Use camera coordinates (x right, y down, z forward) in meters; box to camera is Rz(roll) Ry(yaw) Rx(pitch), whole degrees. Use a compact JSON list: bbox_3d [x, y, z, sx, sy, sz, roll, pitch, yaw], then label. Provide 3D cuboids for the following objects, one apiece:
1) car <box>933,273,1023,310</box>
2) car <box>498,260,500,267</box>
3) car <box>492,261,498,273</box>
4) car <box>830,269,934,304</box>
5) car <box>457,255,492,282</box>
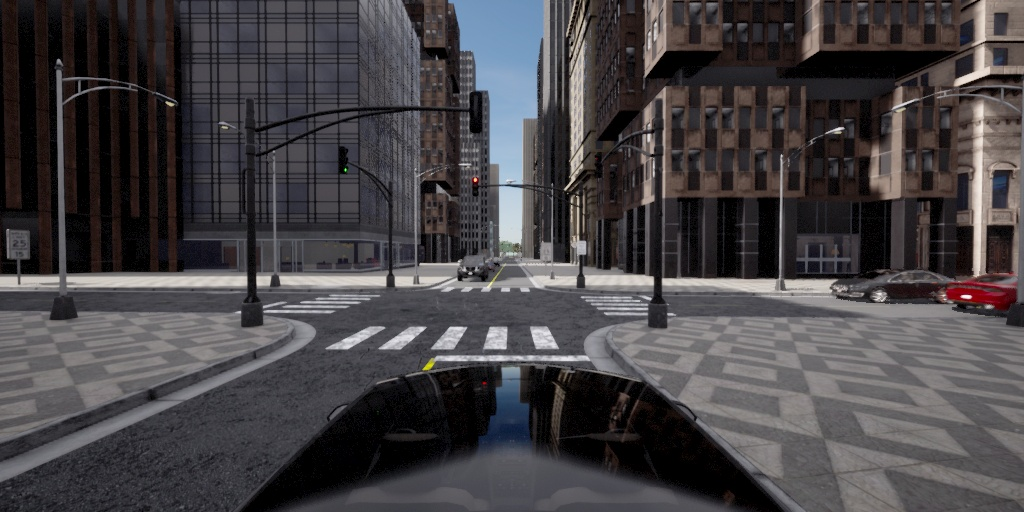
[{"bbox_3d":[19.582,1.402,13.477,5.008,1.535,1.882,0,1,1],"label":"car"},{"bbox_3d":[-3.025,1.295,63.119,1.895,1.301,4.718,0,0,0],"label":"car"},{"bbox_3d":[-3.111,1.283,43.470,1.994,1.385,4.181,0,0,0],"label":"car"},{"bbox_3d":[17.606,1.368,16.615,4.892,1.490,1.837,0,1,0],"label":"car"},{"bbox_3d":[-3.112,0.956,29.570,2.150,2.045,5.566,0,0,0],"label":"car"}]
